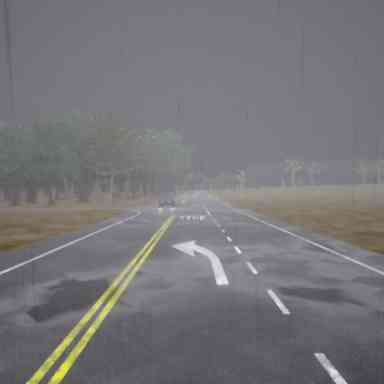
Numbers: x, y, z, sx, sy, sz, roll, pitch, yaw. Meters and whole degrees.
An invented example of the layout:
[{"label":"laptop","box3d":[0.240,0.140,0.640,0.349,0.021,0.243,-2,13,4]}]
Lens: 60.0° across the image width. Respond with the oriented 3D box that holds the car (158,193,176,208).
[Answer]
[{"label":"car","box3d":[-3.474,1.211,46.936,2.150,2.045,5.566,0,0,0]}]
